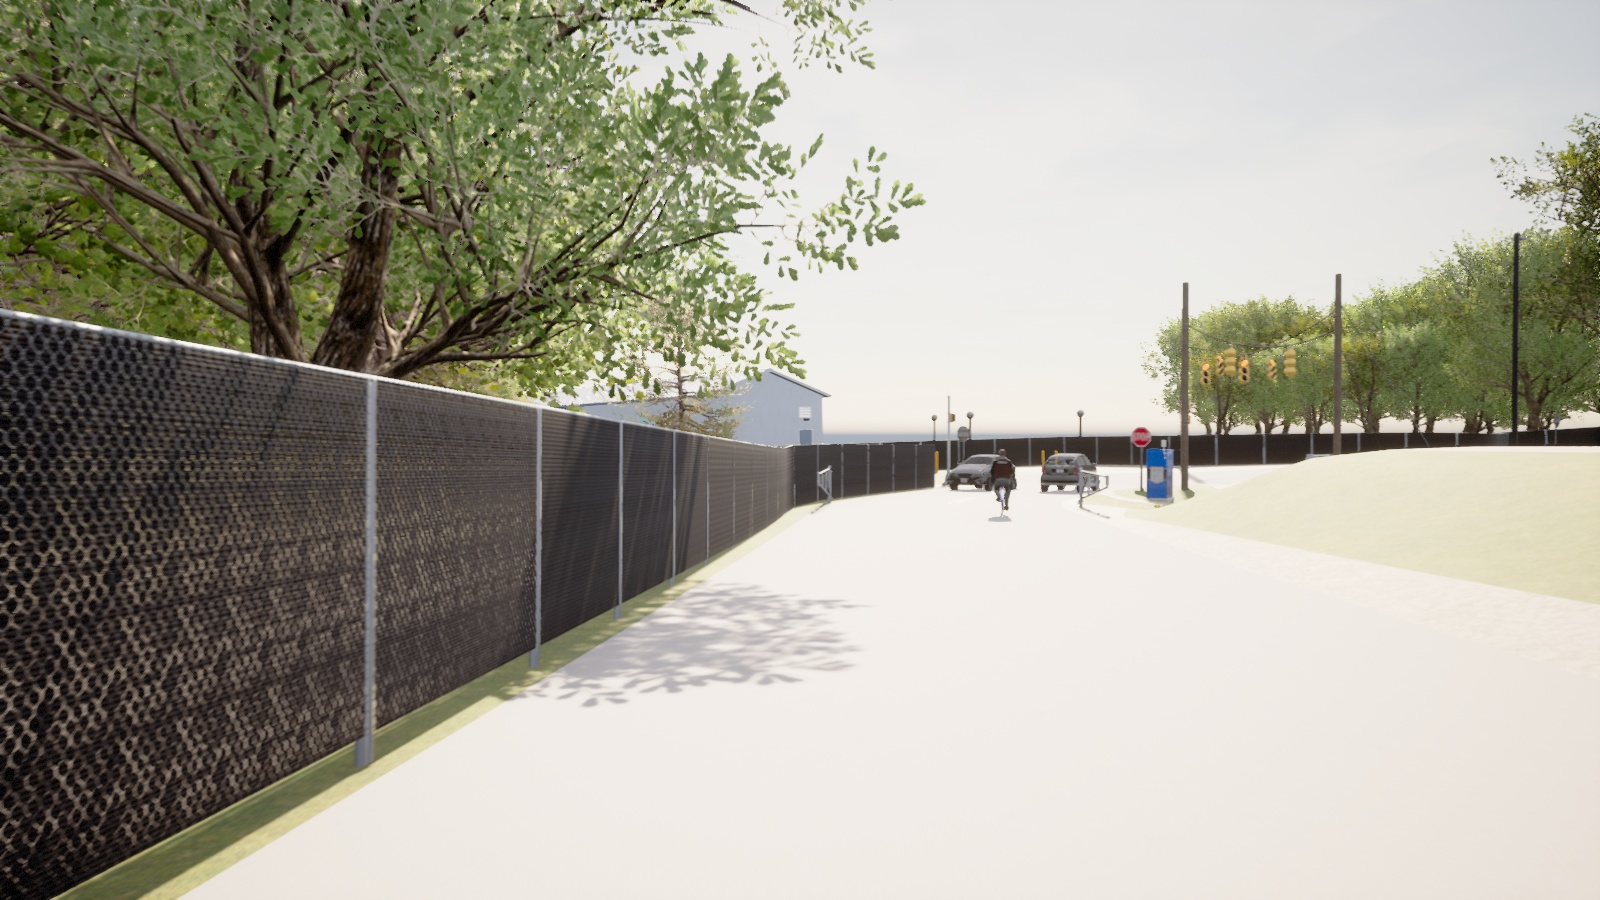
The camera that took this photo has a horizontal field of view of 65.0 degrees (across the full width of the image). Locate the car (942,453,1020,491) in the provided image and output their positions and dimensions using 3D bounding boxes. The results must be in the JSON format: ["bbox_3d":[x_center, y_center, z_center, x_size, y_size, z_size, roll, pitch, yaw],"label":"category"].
[{"bbox_3d":[7.564,0.874,52.057,1.816,1.474,4.193,0,0,29],"label":"car"}]

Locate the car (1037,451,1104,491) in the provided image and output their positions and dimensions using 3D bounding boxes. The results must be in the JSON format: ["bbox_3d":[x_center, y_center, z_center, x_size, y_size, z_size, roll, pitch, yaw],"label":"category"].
[{"bbox_3d":[11.062,0.838,51.224,1.789,1.549,3.705,0,0,27],"label":"car"}]
